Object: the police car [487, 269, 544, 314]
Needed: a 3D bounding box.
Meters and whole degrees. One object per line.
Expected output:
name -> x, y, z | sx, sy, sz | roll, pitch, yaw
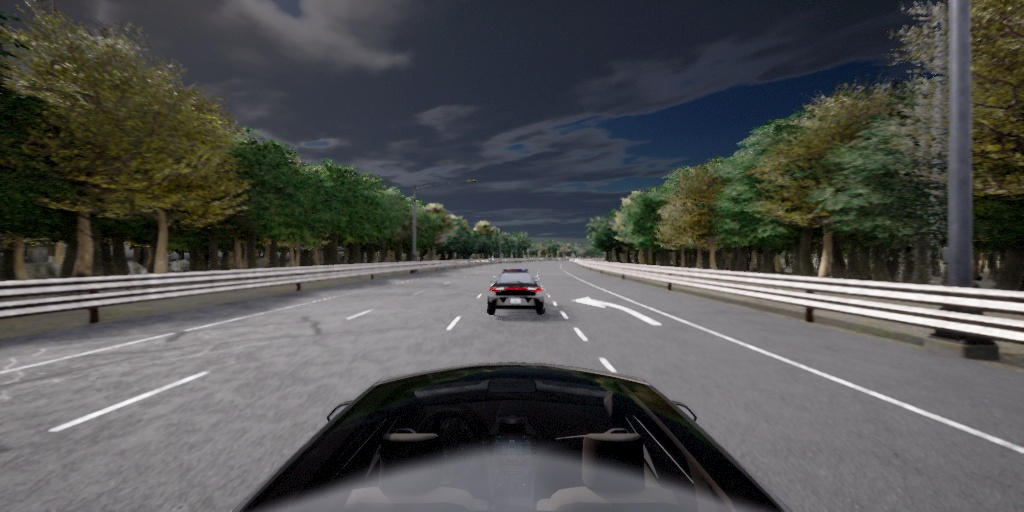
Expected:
police car -> 0.145, 1.285, 14.044 | 2.038, 1.542, 4.974 | 0, 0, 1
